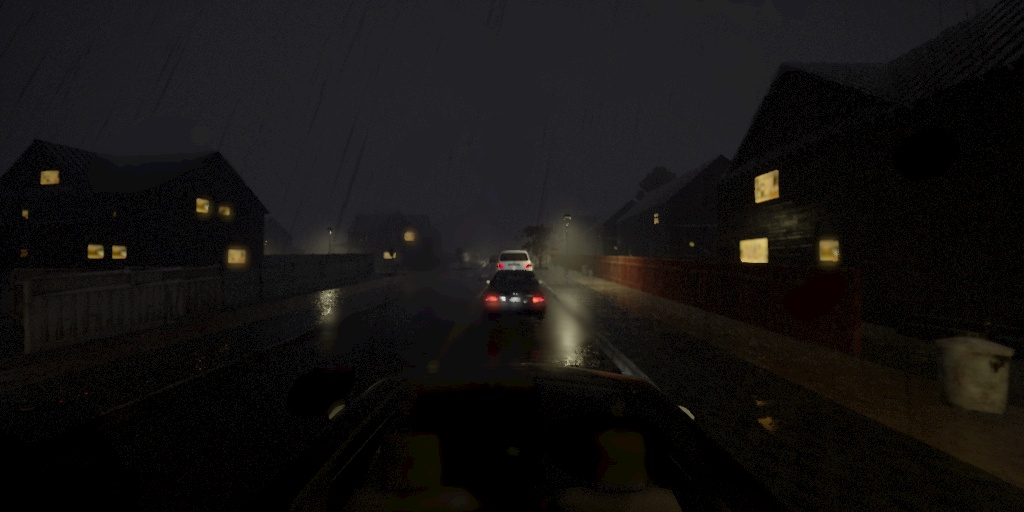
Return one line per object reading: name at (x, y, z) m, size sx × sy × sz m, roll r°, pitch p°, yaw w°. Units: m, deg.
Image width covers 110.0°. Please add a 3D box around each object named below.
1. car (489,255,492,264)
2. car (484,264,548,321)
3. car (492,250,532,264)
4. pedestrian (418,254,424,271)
car at (-2.815, 0.487, 59.494) m, size 1.882 × 1.535 × 5.008 m, roll 0°, pitch 1°, yaw 0°
car at (0.098, 1.147, 11.774) m, size 2.033 × 1.411 × 5.357 m, roll 0°, pitch 1°, yaw 0°
car at (0.079, 0.675, 22.323) m, size 2.150 × 2.045 × 5.566 m, roll 0°, pitch 1°, yaw -1°
pedestrian at (-9.917, 0.669, 38.851) m, size 0.375 × 1.860 × 0.375 m, roll 0°, pitch -1°, yaw 5°
